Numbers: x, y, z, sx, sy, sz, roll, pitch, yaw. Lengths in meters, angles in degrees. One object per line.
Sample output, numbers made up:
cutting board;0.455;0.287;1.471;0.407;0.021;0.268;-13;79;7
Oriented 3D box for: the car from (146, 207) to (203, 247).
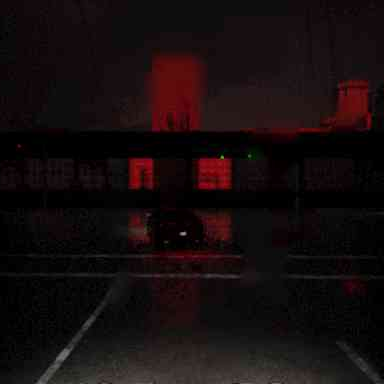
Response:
car;-0.897;1.382;14.757;1.882;1.535;5.008;0;0;-13
